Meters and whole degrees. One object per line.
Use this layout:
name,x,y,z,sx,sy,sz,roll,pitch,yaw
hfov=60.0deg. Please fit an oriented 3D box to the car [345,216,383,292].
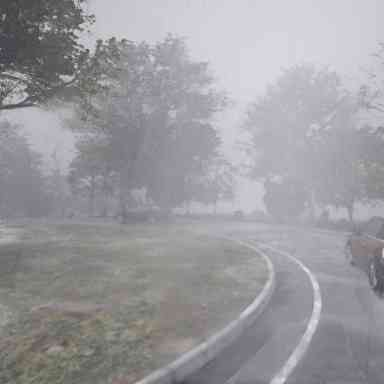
car,5.628,1.417,9.003,2.097,1.767,4.553,-1,-1,16

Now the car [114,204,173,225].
car,-3.943,1.767,26.821,5.008,1.535,1.882,-1,-1,25
